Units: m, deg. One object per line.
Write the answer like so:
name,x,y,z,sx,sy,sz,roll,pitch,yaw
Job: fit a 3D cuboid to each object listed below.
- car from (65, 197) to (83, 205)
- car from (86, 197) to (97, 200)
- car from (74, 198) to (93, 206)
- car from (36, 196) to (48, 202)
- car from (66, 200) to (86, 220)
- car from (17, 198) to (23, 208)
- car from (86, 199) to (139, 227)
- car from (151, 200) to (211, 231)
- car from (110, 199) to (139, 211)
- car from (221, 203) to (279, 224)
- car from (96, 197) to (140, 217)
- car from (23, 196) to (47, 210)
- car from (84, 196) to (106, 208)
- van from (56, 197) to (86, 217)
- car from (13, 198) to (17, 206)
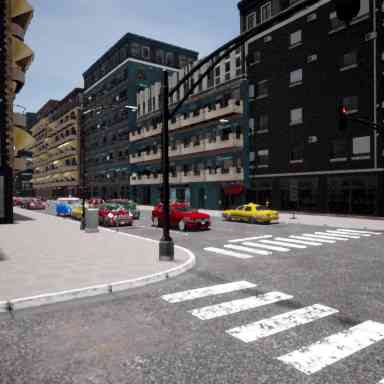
car,-21.465,1.645,60.359,2.008,1.369,4.403,-1,1,-35
car,-12.817,1.607,38.273,2.128,1.511,4.902,-1,0,-35
car,-18.253,1.643,55.852,1.947,1.339,4.313,-1,1,-35
car,-37.525,1.728,82.893,1.887,1.381,4.507,-1,1,-35
car,-8.918,1.652,28.317,1.752,1.417,4.829,-1,1,-35
car,-25.076,1.769,50.989,1.947,1.339,4.313,-1,1,-35
car,-5.806,1.553,23.948,1.967,1.590,4.097,-1,1,-35
car,-0.804,1.538,21.403,1.882,1.535,5.008,-1,0,-36
car,-8.617,1.581,42.331,2.008,1.369,4.403,-1,1,-35
car,4.132,1.498,24.443,1.752,1.417,4.829,-1,1,-35
car,-6.320,1.437,29.131,2.097,1.767,4.553,-1,0,-35
car,-21.866,1.628,46.481,1.967,1.590,4.097,-1,1,-35
car,-15.043,1.502,51.344,1.967,1.590,4.097,-1,1,-35
van,-12.232,1.483,32.960,1.690,1.788,3.998,-1,1,-35
car,-31.501,1.782,60.003,1.887,1.381,4.507,-1,1,-35
